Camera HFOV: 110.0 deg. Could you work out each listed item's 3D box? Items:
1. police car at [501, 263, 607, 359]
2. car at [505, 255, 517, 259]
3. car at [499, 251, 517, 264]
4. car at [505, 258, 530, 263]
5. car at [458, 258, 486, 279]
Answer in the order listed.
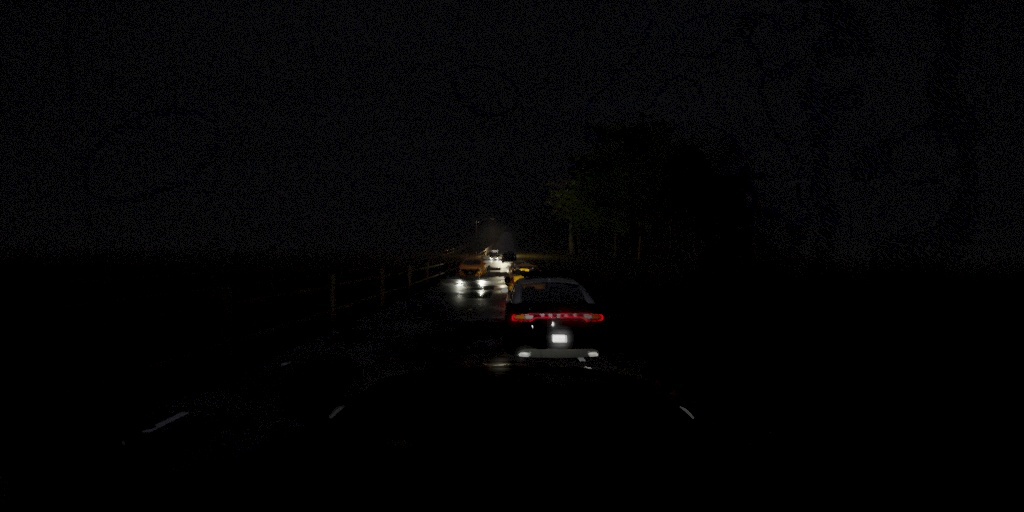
[{"bbox_3d":[0.768,1.148,8.510,1.930,1.638,5.238,0,0,-1],"label":"police car"},{"bbox_3d":[0.619,0.965,24.586,1.801,1.575,5.366,0,1,-1],"label":"car"},{"bbox_3d":[-0.394,0.103,51.834,2.097,1.767,4.553,0,2,0],"label":"car"},{"bbox_3d":[0.675,1.069,18.587,1.801,1.575,5.366,0,1,-1],"label":"car"},{"bbox_3d":[-3.091,0.901,28.608,1.882,1.535,5.008,0,1,-1],"label":"car"}]
